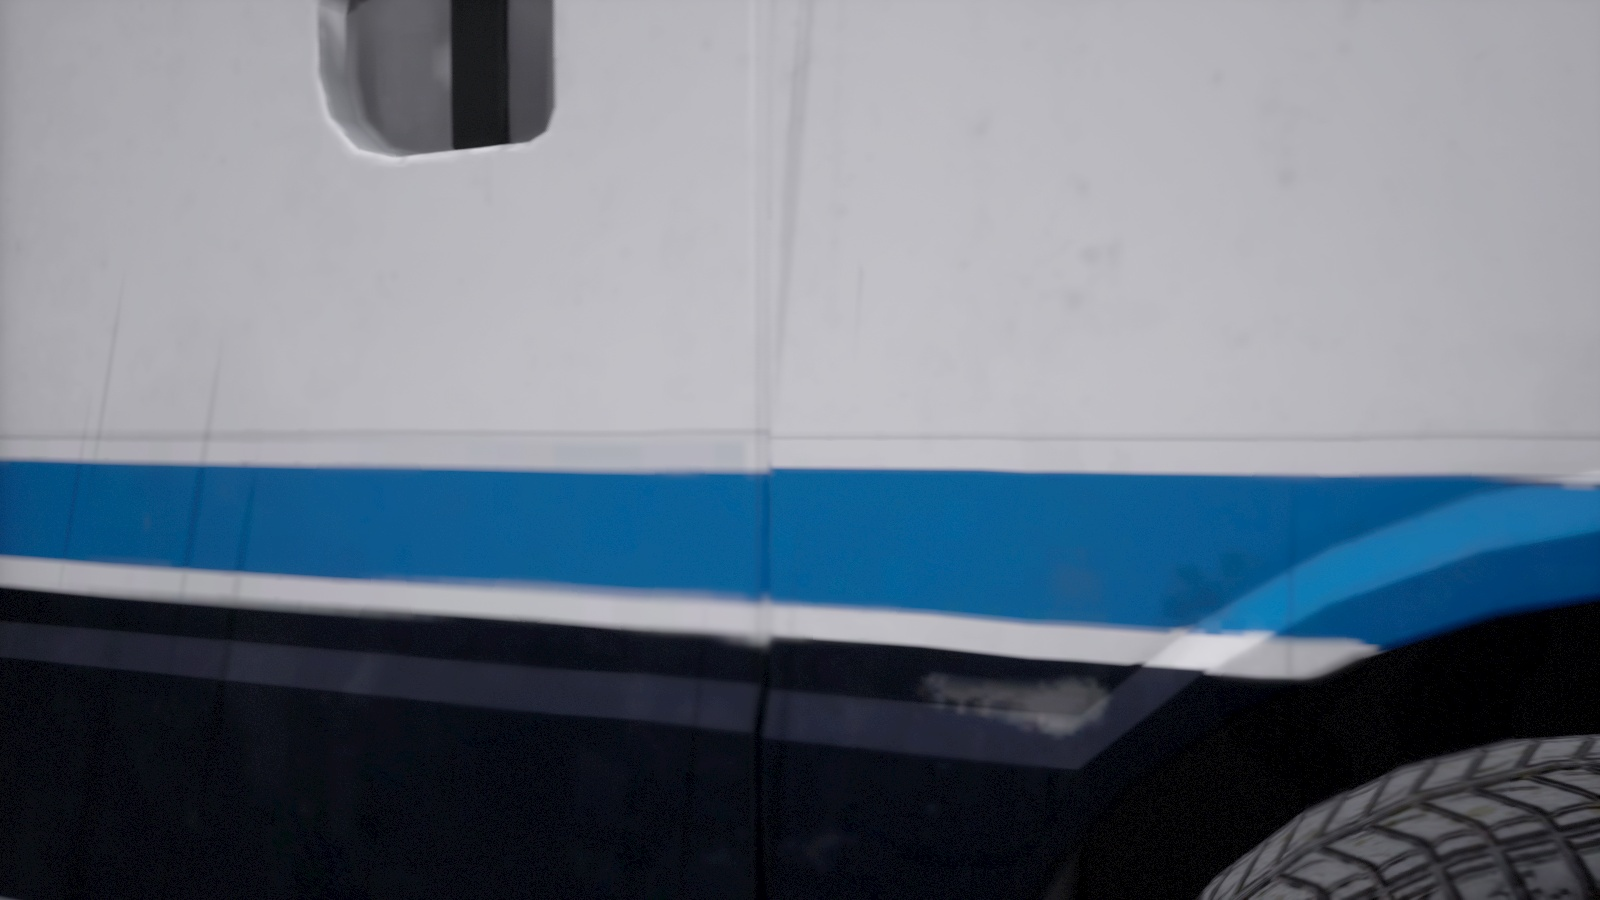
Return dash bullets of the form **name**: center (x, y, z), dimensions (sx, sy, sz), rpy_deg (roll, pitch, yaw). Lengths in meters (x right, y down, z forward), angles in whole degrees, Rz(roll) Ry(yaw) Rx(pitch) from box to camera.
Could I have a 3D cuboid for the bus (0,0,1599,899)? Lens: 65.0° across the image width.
- **bus**: center (-1.351, -0.609, 3.574), dimensions (10.273, 4.253, 3.944), rpy_deg (1, 1, 24)
